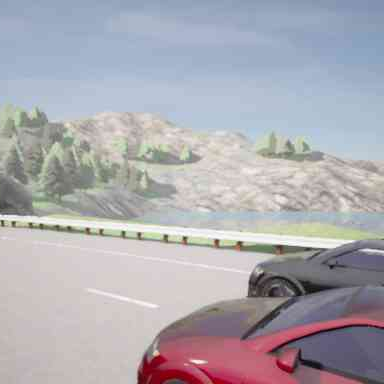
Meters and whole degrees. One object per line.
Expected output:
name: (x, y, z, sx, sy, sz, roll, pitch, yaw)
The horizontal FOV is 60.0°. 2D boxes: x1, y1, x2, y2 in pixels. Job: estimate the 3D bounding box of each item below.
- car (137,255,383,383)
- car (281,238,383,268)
car: (1.512, 1.557, 2.804, 4.181, 1.385, 1.994, 0, 0, 36)
car: (3.132, 1.549, 5.939, 4.181, 1.385, 1.994, 0, 0, 35)
